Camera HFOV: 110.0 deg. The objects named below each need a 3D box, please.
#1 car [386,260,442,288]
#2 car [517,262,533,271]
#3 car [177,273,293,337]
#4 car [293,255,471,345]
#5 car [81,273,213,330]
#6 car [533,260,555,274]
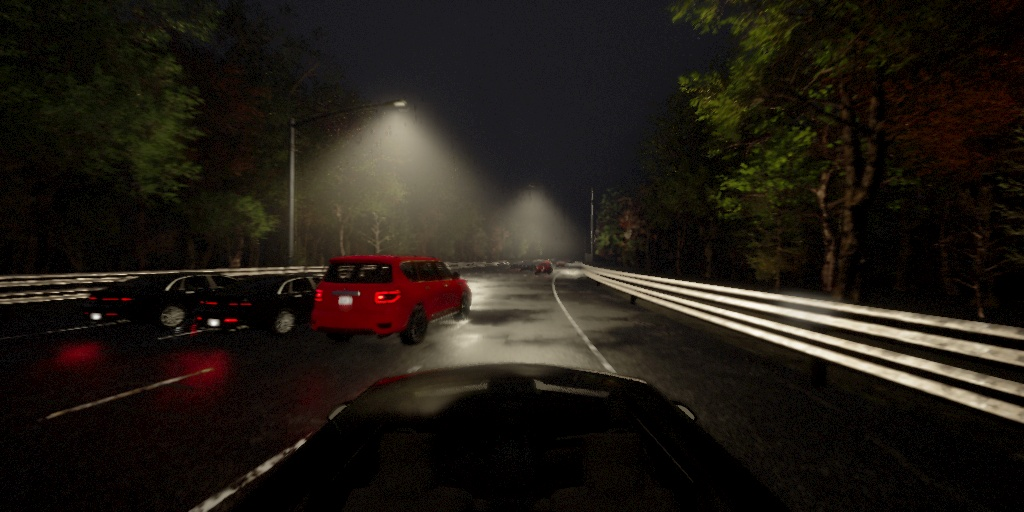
[{"bbox_3d":[-6.888,1.215,25.896,2.097,1.767,4.553,0,0,11],"label":"car"},{"bbox_3d":[2.638,1.661,56.725,2.033,1.411,5.357,0,0,11],"label":"car"},{"bbox_3d":[-6.300,1.279,10.508,1.837,1.490,4.892,1,0,11],"label":"car"},{"bbox_3d":[-2.859,1.018,9.889,2.150,2.045,5.566,0,0,11],"label":"car"},{"bbox_3d":[-9.739,1.250,11.174,1.837,1.490,4.892,0,0,11],"label":"car"},{"bbox_3d":[4.178,1.595,46.244,1.812,1.442,4.674,0,0,11],"label":"car"}]
